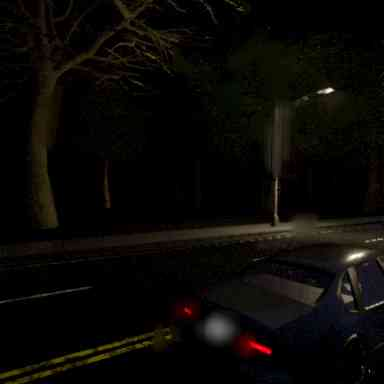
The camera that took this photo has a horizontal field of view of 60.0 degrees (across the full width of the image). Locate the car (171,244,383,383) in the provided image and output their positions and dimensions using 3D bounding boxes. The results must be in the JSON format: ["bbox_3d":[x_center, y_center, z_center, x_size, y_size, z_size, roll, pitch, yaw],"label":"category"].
[{"bbox_3d":[2.315,1.549,5.091,5.357,1.411,2.033,0,0,-36],"label":"car"}]
